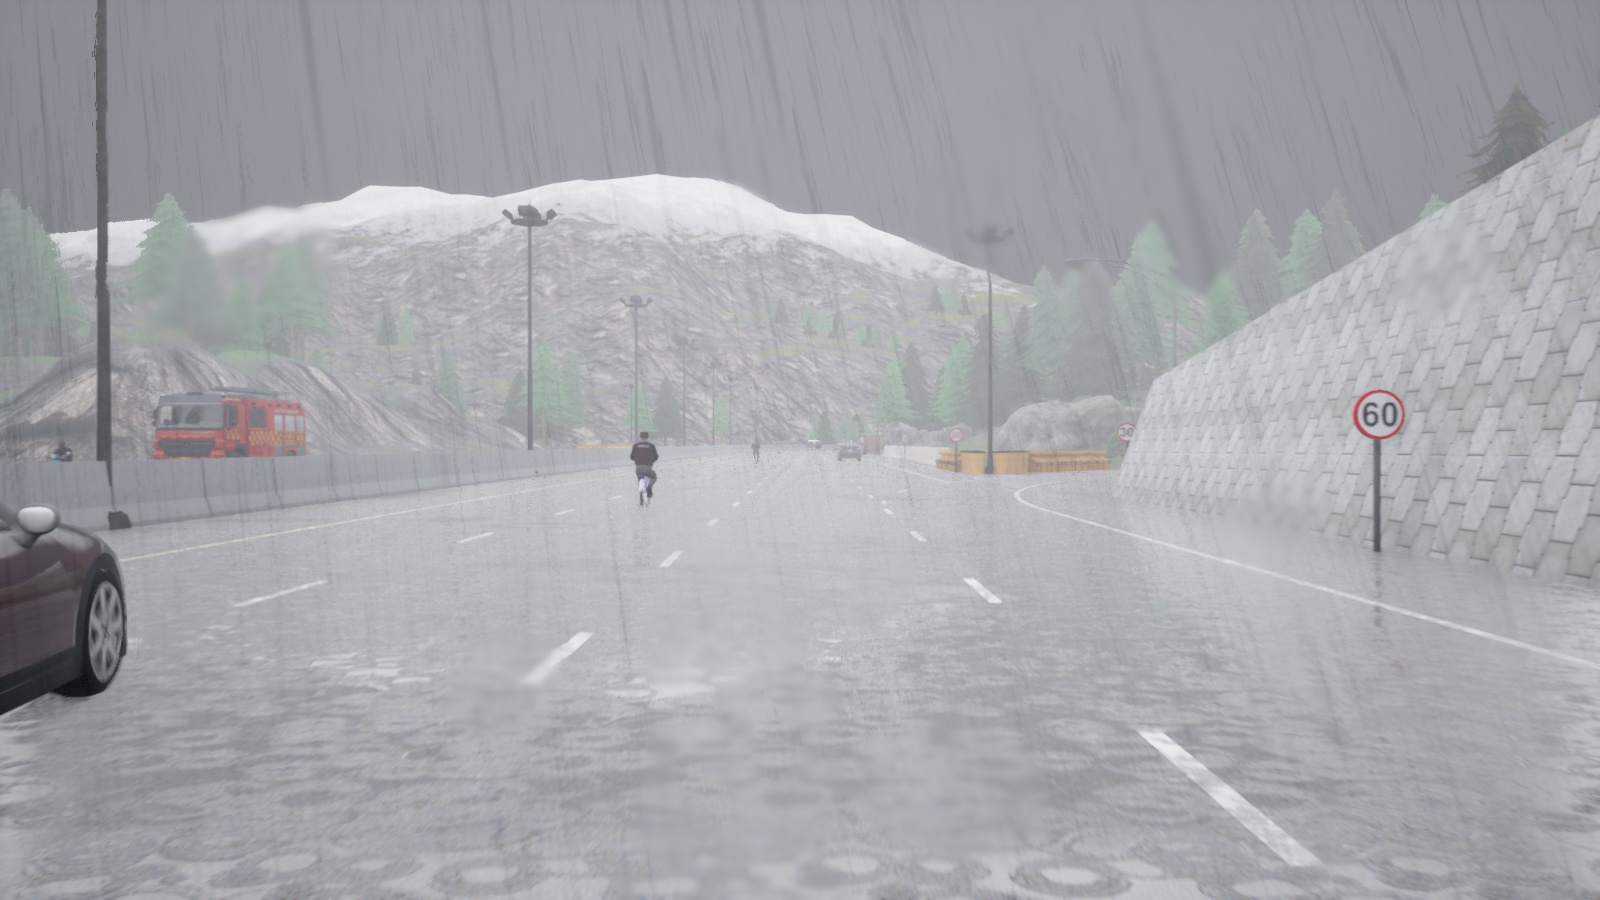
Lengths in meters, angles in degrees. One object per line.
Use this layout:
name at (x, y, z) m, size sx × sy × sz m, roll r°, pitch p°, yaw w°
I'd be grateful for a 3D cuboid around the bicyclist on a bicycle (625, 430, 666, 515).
bicyclist on a bicycle at (-3.330, 0.461, 27.235) m, size 0.659 × 1.776 × 1.843 m, roll 0°, pitch 0°, yaw 0°

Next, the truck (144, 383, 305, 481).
truck at (-24.180, -0.738, 53.343) m, size 2.891 × 3.827 × 8.468 m, roll 0°, pitch 0°, yaw 0°

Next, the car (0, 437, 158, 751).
car at (-4.825, 0.673, 6.213) m, size 1.970 × 1.475 × 3.806 m, roll 0°, pitch 0°, yaw -11°
